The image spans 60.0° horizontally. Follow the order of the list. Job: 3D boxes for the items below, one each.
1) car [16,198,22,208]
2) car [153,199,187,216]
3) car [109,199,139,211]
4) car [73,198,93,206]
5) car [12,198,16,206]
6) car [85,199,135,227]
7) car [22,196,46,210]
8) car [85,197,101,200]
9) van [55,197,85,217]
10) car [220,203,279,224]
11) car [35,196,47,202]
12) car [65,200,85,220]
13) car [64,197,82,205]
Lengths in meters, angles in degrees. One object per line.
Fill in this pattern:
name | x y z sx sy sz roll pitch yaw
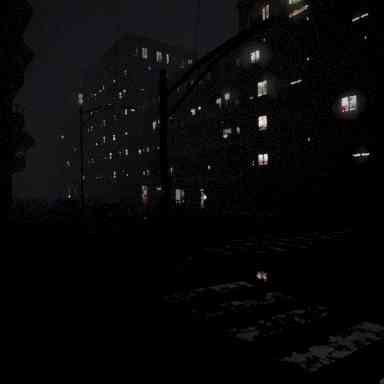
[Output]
car | -25.181 1.769 50.932 1.947 1.339 4.313 -1 1 -36
car | -2.271 1.441 33.295 1.967 1.590 4.097 -1 1 -36
car | -8.708 1.581 42.299 2.008 1.369 4.403 -1 1 -36
car | -18.364 1.643 55.805 1.947 1.339 4.313 -1 1 -36
car | -31.619 1.782 59.936 1.887 1.381 4.507 -1 1 -36
car | -5.869 1.553 23.921 1.967 1.590 4.097 -1 1 -36
car | -21.964 1.628 46.429 1.967 1.590 4.097 -1 1 -36
car | -15.147 1.502 51.302 1.967 1.590 4.097 -1 1 -36
van | -12.308 1.483 32.922 1.690 1.788 3.998 -1 1 -36
car | 4.069 1.498 24.431 1.752 1.417 4.829 -1 1 -36
car | -37.678 1.728 82.817 1.887 1.381 4.507 -1 1 -36
car | -8.987 1.652 28.284 1.752 1.417 4.829 -1 1 -36
car | -21.583 1.645 60.307 2.008 1.369 4.403 -1 1 -36
